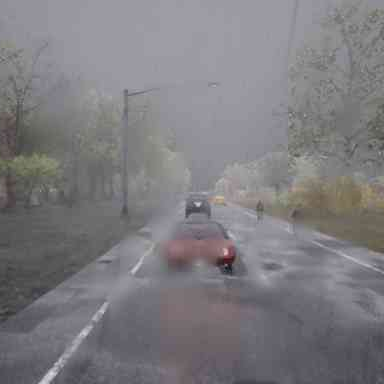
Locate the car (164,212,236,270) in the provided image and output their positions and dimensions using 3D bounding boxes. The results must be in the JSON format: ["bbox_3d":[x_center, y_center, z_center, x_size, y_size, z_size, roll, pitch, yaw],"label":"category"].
[{"bbox_3d":[0.247,1.576,10.858,1.895,1.301,4.718,0,0,1],"label":"car"}]

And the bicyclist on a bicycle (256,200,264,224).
[{"bbox_3d":[4.819,1.427,23.541,0.582,1.620,1.656,0,0,1],"label":"bicyclist on a bicycle"}]

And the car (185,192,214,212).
[{"bbox_3d":[0.547,1.154,29.386,2.150,2.045,5.566,0,0,1],"label":"car"}]

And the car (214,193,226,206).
[{"bbox_3d":[4.446,1.377,54.406,1.882,1.535,5.008,0,0,1],"label":"car"}]

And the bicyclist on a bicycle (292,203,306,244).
[{"bbox_3d":[4.678,1.365,14.734,0.659,1.776,1.843,0,0,1],"label":"bicyclist on a bicycle"}]
